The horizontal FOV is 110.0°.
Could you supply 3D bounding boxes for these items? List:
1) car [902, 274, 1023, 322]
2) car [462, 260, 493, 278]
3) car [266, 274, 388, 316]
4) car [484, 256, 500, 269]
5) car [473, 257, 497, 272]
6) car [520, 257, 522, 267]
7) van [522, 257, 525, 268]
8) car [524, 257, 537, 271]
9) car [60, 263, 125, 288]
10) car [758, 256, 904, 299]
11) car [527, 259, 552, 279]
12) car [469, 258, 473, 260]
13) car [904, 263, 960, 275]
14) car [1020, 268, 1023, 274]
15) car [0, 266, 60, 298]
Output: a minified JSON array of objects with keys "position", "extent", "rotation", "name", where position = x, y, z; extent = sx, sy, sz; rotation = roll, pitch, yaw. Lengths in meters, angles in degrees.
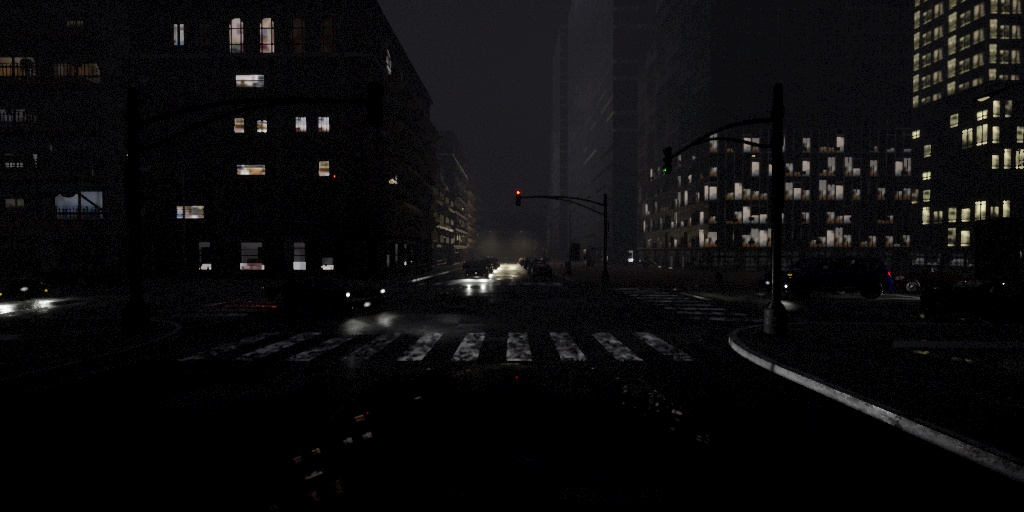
[{"position":[16.705,1.445,12.220],"extent":[4.403,1.370,2.007],"rotation":[0,0,1],"name":"car"},{"position":[-3.119,1.290,32.851],"extent":[1.994,1.385,4.181],"rotation":[0,0,0],"name":"car"},{"position":[-6.875,1.346,13.310],"extent":[4.718,1.301,1.895],"rotation":[0,0,28],"name":"car"},{"position":[-3.130,1.054,50.826],"extent":[2.097,1.767,4.553],"rotation":[0,0,0],"name":"car"},{"position":[-3.134,1.220,41.590],"extent":[1.837,1.490,4.892],"rotation":[0,0,0],"name":"car"},{"position":[2.607,1.240,55.097],"extent":[1.888,1.381,4.507],"rotation":[0,0,0],"name":"car"},{"position":[2.613,1.045,49.451],"extent":[1.690,1.789,3.998],"rotation":[0,0,0],"name":"van"},{"position":[2.623,1.159,38.159],"extent":[1.967,1.591,4.097],"rotation":[0,0,0],"name":"car"},{"position":[-25.875,1.110,21.377],"extent":[4.507,1.381,1.888],"rotation":[0,0,1],"name":"car"},{"position":[15.724,1.020,18.136],"extent":[5.566,2.045,2.150],"rotation":[0,1,1],"name":"car"},{"position":[2.628,1.272,32.514],"extent":[1.888,1.381,4.507],"rotation":[0,0,0],"name":"car"},{"position":[-5.735,1.270,49.410],"extent":[1.948,1.339,4.313],"rotation":[0,0,0],"name":"car"},{"position":[23.356,1.230,20.773],"extent":[4.097,1.591,1.967],"rotation":[0,0,1],"name":"car"},{"position":[25.745,1.336,18.009],"extent":[4.902,1.511,2.128],"rotation":[0,1,1],"name":"car"},{"position":[-22.930,1.235,15.440],"extent":[4.181,1.385,1.994],"rotation":[0,1,1],"name":"car"}]
